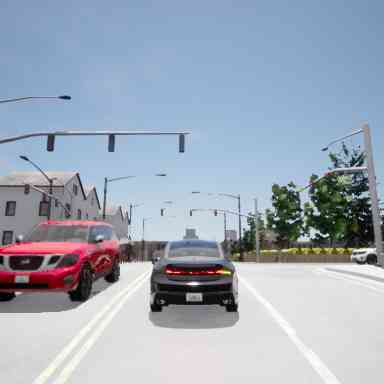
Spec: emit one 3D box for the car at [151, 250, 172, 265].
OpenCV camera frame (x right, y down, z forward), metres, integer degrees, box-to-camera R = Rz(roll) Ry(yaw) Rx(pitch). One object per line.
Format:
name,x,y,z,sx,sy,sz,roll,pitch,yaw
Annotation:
car,-3.385,7.099,36.031,2.128,1.511,4.902,1,-12,-7

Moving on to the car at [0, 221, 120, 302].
car,-3.632,1.852,9.874,2.150,2.045,5.566,0,-7,0

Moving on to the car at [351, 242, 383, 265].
car,16.790,5.315,28.836,5.566,2.045,2.150,0,-12,1

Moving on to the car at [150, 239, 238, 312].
car,0.044,1.985,8.591,1.837,1.490,4.892,0,-7,0

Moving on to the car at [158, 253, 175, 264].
car,-3.753,9.929,49.733,2.128,1.511,4.902,0,-12,0
